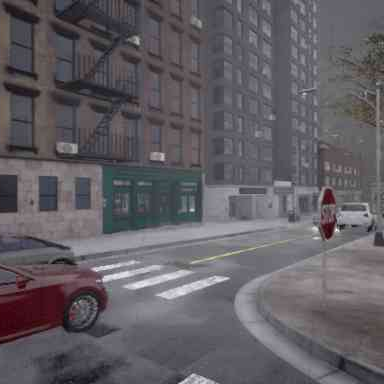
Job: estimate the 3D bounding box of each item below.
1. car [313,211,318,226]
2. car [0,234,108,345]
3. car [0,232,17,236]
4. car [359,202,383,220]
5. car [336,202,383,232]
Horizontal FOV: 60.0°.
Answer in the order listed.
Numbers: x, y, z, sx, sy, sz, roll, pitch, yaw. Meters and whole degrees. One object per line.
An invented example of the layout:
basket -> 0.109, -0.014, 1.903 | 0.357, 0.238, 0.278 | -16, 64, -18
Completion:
car -> 12.269, 2.044, 29.254 | 2.097, 1.767, 4.553 | 0, -2, 39
car -> -3.430, 1.559, 4.765 | 1.812, 1.442, 4.674 | -1, -1, 38
car -> -4.853, 1.645, 7.715 | 1.994, 1.385, 4.181 | 0, -1, 38
car -> 23.702, 2.401, 43.491 | 2.150, 2.045, 5.566 | 0, -1, 38
car -> 12.821, 1.829, 25.222 | 2.150, 2.045, 5.566 | 0, -2, 38
